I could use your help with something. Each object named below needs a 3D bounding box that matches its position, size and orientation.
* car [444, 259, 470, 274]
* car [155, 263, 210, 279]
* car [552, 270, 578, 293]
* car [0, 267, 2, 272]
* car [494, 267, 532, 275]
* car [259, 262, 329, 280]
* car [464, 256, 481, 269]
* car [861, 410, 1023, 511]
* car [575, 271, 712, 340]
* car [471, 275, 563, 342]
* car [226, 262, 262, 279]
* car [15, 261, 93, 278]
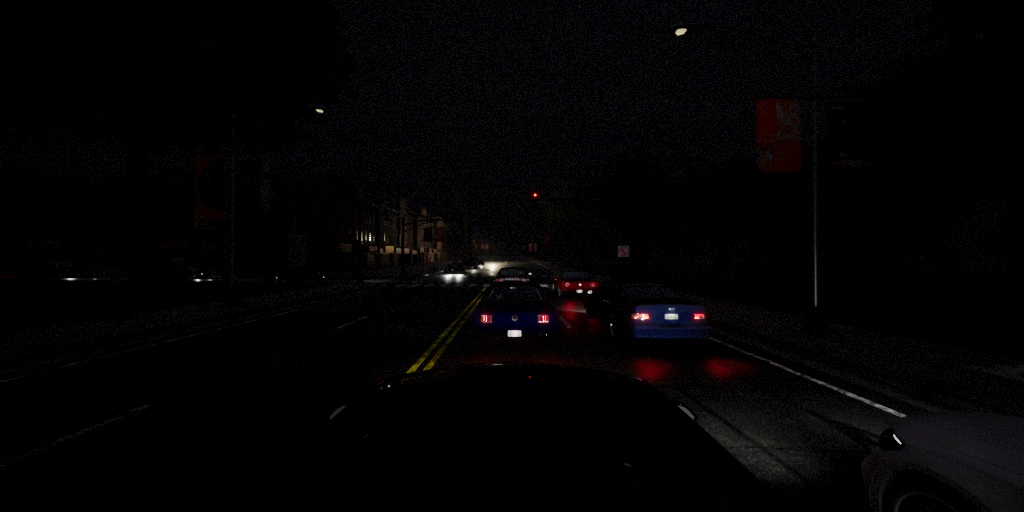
[{"bbox_3d":[-6.689,1.433,42.979,1.994,1.385,4.181,0,0,3],"label":"car"},{"bbox_3d":[-28.161,1.318,30.267,4.181,1.385,1.994,0,0,0],"label":"car"},{"bbox_3d":[3.298,1.439,19.622,1.895,1.301,4.718,0,0,0],"label":"car"},{"bbox_3d":[-50.803,1.234,33.194,4.718,1.301,1.895,0,0,0],"label":"car"},{"bbox_3d":[0.047,1.313,19.194,1.882,1.535,5.008,0,0,0],"label":"car"},{"bbox_3d":[-18.094,1.449,30.270,4.718,1.301,1.895,1,0,0],"label":"car"},{"bbox_3d":[-6.604,1.009,56.362,2.150,2.045,5.566,0,0,0],"label":"car"},{"bbox_3d":[3.344,1.275,0.503,1.812,1.442,4.674,0,0,0],"label":"car"},{"bbox_3d":[3.329,1.321,9.979,2.033,1.411,5.357,0,0,0],"label":"car"},{"bbox_3d":[0.079,1.374,9.854,1.895,1.301,4.718,0,0,0],"label":"car"},{"bbox_3d":[-23.777,1.292,33.143,5.008,1.535,1.882,1,0,1],"label":"car"},{"bbox_3d":[-38.559,1.153,30.285,5.008,1.535,1.882,0,0,0],"label":"car"}]
